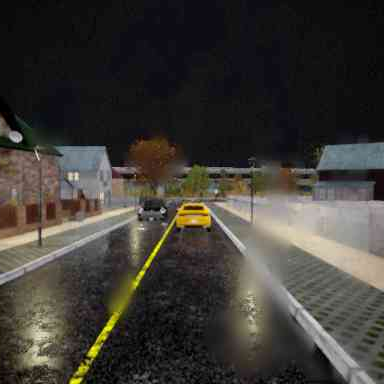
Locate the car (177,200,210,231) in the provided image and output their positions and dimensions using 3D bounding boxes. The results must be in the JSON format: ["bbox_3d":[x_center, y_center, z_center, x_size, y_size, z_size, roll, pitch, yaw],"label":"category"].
[{"bbox_3d":[0.098,1.447,20.566,1.882,1.535,5.008,0,0,0],"label":"car"}]

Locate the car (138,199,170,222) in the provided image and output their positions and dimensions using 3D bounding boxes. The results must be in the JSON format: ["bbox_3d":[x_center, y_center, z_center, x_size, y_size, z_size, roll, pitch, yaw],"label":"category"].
[{"bbox_3d":[-2.841,1.315,25.534,2.097,1.767,4.553,0,0,0],"label":"car"}]

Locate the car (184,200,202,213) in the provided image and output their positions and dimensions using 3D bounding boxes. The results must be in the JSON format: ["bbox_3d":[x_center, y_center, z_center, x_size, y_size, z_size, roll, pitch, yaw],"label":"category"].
[{"bbox_3d":[0.097,1.554,36.694,1.895,1.301,4.718,0,0,0],"label":"car"}]
